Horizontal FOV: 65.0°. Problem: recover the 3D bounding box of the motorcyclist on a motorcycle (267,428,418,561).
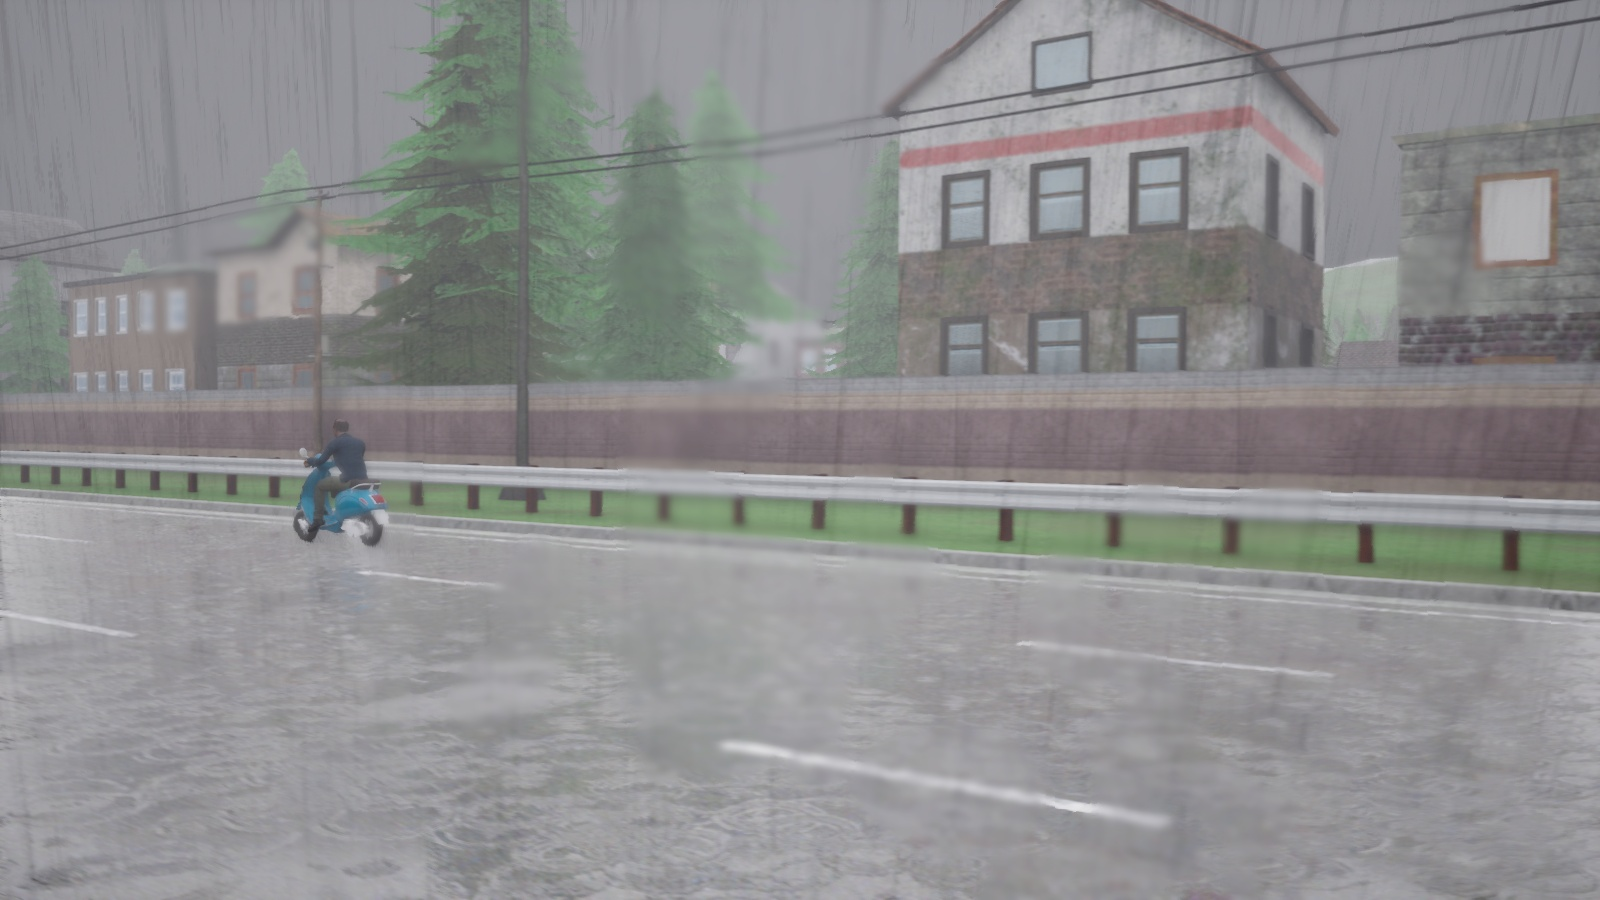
[{"bbox_3d":[-5.791,0.521,15.873,1.817,1.590,0.866,0,1,34],"label":"motorcyclist on a motorcycle"}]
